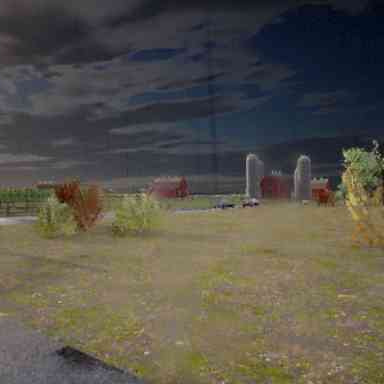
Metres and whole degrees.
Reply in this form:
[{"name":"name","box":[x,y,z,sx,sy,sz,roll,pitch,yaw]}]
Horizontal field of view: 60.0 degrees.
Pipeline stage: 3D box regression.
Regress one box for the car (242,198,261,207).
[{"name":"car","box":[11.417,1.985,63.318,2.097,1.767,4.553,-1,-1,36]}]

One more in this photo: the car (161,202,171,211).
[{"name":"car","box":[-5.101,2.039,46.583,1.895,1.301,4.718,-1,-1,36]}]

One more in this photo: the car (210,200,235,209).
[{"name":"car","box":[5.672,2.252,61.333,2.033,1.411,5.357,-1,-1,36]}]

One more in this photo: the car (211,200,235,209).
[{"name":"car","box":[5.409,2.010,54.916,2.128,1.511,4.902,-1,-1,36]}]
